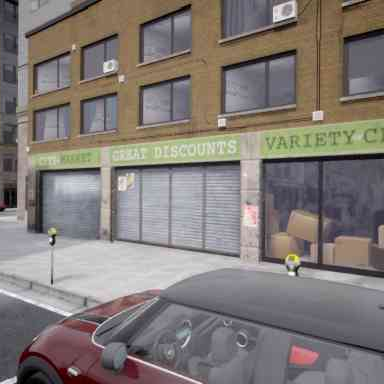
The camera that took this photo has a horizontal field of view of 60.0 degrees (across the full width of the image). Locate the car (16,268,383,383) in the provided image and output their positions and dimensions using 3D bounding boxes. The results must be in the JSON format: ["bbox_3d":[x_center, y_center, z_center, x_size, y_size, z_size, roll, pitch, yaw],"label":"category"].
[{"bbox_3d":[0.247,1.440,2.889,4.097,1.590,1.967,0,1,35],"label":"car"}]

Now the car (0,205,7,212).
[{"bbox_3d":[-19.421,1.456,29.770,1.895,1.301,4.718,1,1,34],"label":"car"}]
